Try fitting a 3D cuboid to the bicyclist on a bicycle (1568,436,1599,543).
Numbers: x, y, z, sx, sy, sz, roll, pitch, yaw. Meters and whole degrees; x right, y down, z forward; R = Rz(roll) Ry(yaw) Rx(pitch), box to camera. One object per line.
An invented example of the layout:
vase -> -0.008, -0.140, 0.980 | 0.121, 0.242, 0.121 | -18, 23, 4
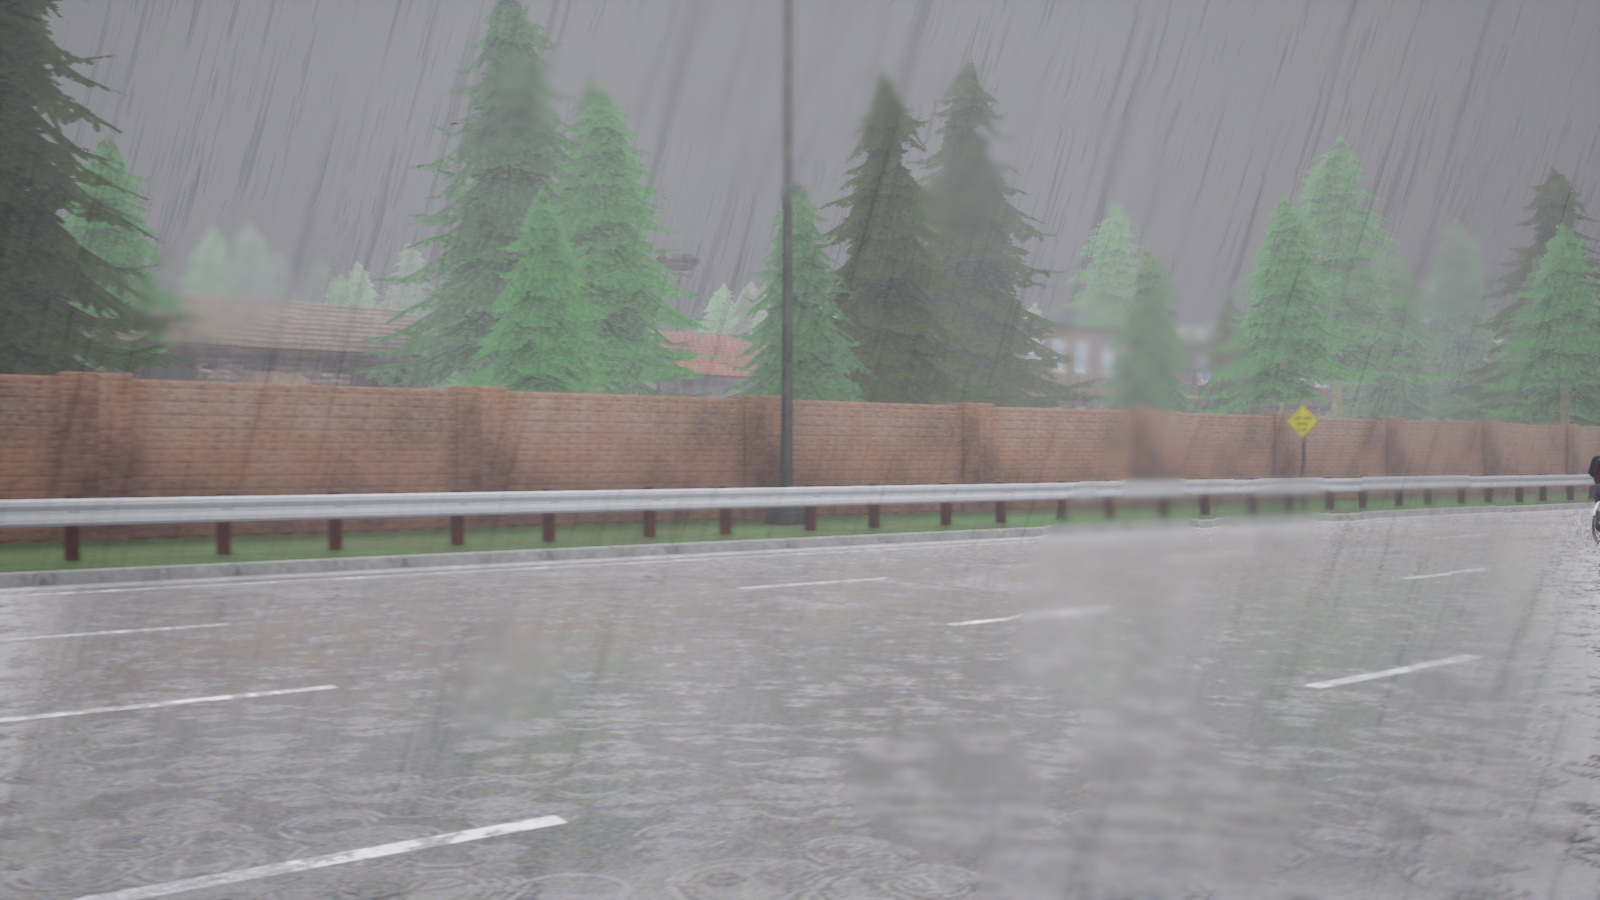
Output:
bicyclist on a bicycle -> 13.997, 0.661, 21.702 | 1.843, 1.776, 0.659 | 0, 2, -41
